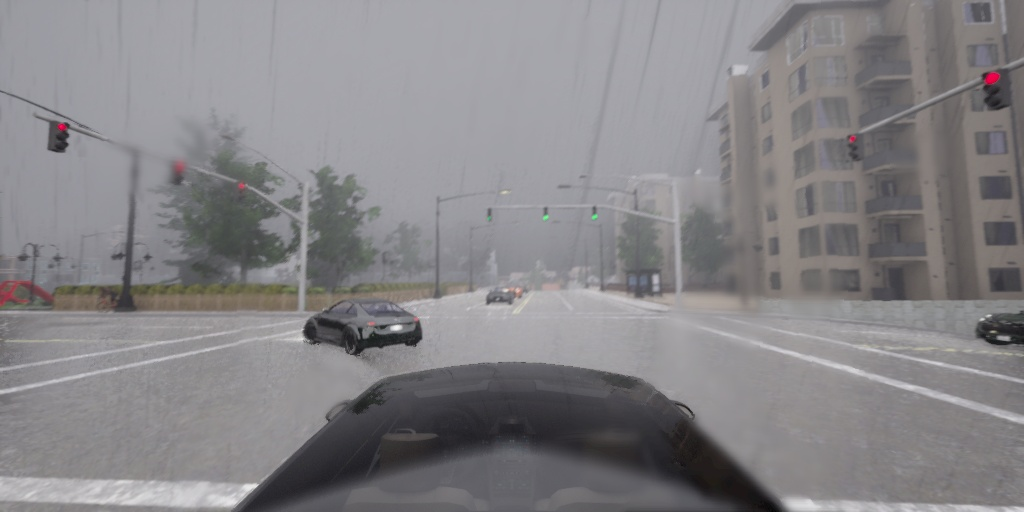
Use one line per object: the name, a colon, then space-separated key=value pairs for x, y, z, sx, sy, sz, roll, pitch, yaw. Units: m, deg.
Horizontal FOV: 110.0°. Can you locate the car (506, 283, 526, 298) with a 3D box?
car: x=0.020 y=3.723 z=39.500 sx=2.097 sy=1.767 sz=4.553 roll=-1 pitch=-4 yaw=5

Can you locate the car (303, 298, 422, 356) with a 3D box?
car: x=-4.517 y=1.956 z=10.714 sx=4.181 sy=1.385 sz=1.994 roll=-4 pitch=-6 yaw=42

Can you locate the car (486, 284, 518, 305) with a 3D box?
car: x=-0.895 y=3.246 z=29.398 sx=1.994 sy=1.385 sz=4.181 roll=-1 pitch=-4 yaw=5

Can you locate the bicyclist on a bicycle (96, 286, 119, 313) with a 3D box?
bicyclist on a bicycle: x=-24.311 y=2.585 z=21.666 sx=0.582 sy=1.620 sz=1.656 roll=-21 pitch=3 yaw=3

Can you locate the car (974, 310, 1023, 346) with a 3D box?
car: x=17.858 y=2.187 z=11.233 sx=4.553 sy=1.767 sz=2.097 roll=4 pitch=-4 yaw=5

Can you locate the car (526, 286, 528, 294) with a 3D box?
car: x=1.311 y=4.885 z=53.394 sx=1.994 sy=1.385 sz=4.181 roll=-1 pitch=-4 yaw=6
